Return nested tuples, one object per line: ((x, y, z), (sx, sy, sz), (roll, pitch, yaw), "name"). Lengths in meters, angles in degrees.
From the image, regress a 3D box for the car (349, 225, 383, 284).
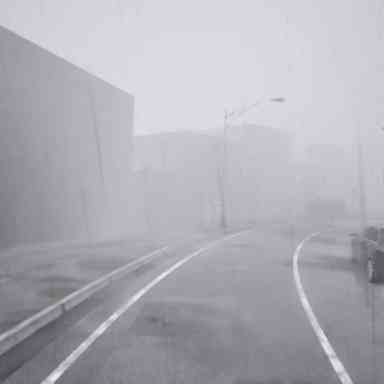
((6.039, 1.739, 9.986), (1.837, 1.490, 4.892), (2, 0, 17), "car")
